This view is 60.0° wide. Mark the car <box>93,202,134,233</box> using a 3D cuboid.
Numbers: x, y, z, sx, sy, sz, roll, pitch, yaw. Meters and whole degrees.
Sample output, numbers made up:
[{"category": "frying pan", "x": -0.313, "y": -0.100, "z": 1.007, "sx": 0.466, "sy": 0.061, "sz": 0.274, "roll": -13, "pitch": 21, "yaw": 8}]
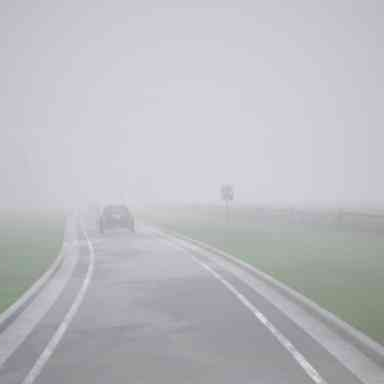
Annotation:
[{"category": "car", "x": -5.158, "y": 1.595, "z": 21.907, "sx": 2.097, "sy": 1.767, "sz": 4.553, "roll": 0, "pitch": -1, "yaw": -19}]

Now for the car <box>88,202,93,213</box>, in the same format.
[{"category": "car", "x": -12.851, "y": 2.055, "z": 44.553, "sx": 2.033, "sy": 1.411, "sz": 5.357, "roll": 0, "pitch": -1, "yaw": -18}]
